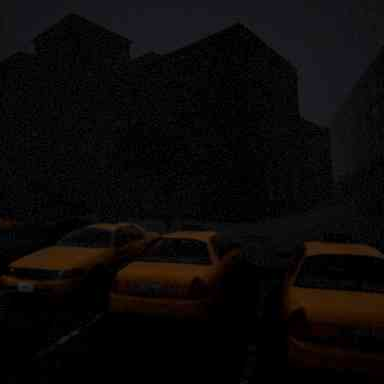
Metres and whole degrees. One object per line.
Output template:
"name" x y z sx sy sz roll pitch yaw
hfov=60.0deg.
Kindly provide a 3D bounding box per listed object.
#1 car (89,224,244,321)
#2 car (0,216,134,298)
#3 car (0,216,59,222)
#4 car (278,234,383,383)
"car" 0.074 1.512 7.591 1.946 1.575 5.366 0 -1 16
"car" -2.457 1.522 8.977 1.946 1.575 5.366 0 -1 16
"car" -4.844 1.581 10.868 2.163 1.488 4.792 0 -1 16
"car" 2.510 1.501 5.853 1.946 1.575 5.366 0 -1 16
